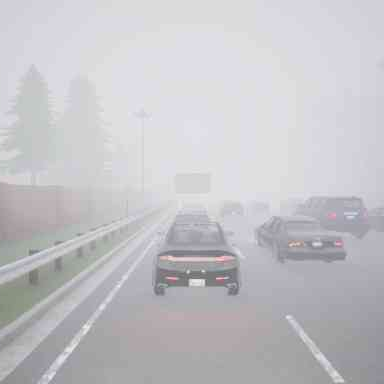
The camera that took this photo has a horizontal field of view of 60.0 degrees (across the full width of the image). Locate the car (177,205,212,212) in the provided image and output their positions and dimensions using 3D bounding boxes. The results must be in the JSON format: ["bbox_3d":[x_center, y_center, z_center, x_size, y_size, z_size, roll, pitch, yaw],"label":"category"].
[{"bbox_3d":[0.126,1.474,19.095,1.882,1.535,5.008,0,0,3],"label":"car"}]

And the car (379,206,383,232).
[{"bbox_3d":[10.587,1.477,17.724,1.882,1.535,5.008,0,0,0],"label":"car"}]

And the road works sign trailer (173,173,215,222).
[{"bbox_3d":[0.057,0.464,23.015,2.380,3.560,2.880,0,0,-2],"label":"road works sign trailer"}]

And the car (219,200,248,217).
[{"bbox_3d":[3.579,1.505,30.581,1.837,1.490,4.892,0,0,0],"label":"car"}]

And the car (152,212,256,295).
[{"bbox_3d":[0.094,1.491,8.679,2.128,1.511,4.902,0,0,0],"label":"car"}]

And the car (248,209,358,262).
[{"bbox_3d":[3.587,1.547,12.017,2.033,1.411,5.357,0,0,0],"label":"car"}]

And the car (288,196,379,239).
[{"bbox_3d":[7.087,1.221,17.524,2.150,2.045,5.566,0,0,0],"label":"car"}]

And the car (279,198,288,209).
[{"bbox_3d":[10.574,1.353,34.518,2.097,1.767,4.553,0,0,0],"label":"car"}]

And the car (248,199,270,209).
[{"bbox_3d":[7.075,1.478,36.042,1.882,1.535,5.008,0,0,0],"label":"car"}]
